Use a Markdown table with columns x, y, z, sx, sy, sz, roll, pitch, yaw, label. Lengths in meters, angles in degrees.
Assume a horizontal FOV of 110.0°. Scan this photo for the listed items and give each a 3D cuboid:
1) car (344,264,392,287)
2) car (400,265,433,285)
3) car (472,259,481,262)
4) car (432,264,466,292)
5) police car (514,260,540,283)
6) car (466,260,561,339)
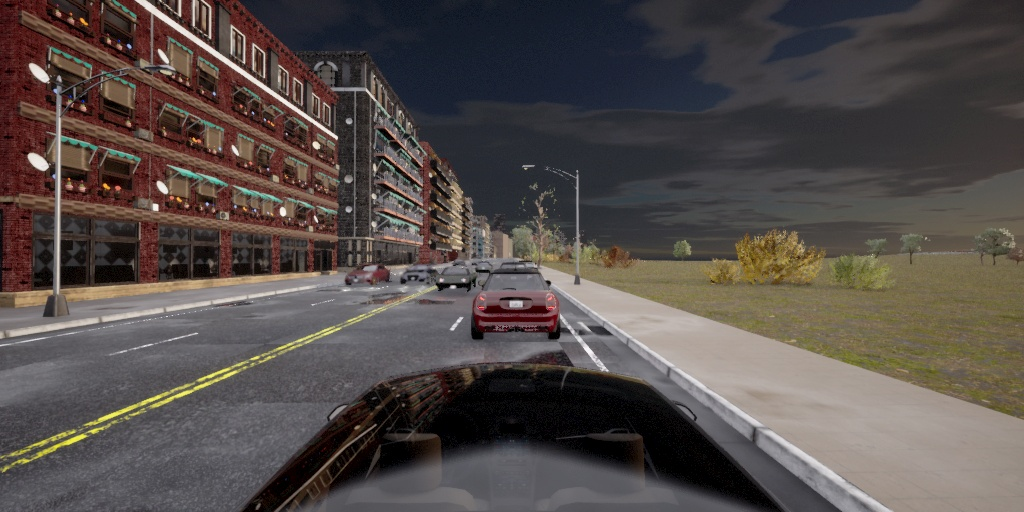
| x | y | z | sx | sy | sz | roll | pitch | yaw | label |
| --- | --- | --- | --- | --- | --- | --- | --- | --- | --- |
| -9.876 | 1.279 | 24.988 | 1.812 | 1.442 | 4.674 | 0 | 0 | 0 | car |
| -6.627 | 1.317 | 25.966 | 1.994 | 1.385 | 4.181 | 0 | 0 | 0 | car |
| -3.191 | 1.317 | 41.963 | 1.994 | 1.385 | 4.181 | 0 | 0 | 0 | car |
| -3.172 | 1.354 | 21.439 | 1.895 | 1.301 | 4.718 | 0 | 0 | 0 | car |
| 1.108 | 1.179 | 29.453 | 1.930 | 1.638 | 5.238 | 0 | 0 | 0 | police car |
| 0.083 | 1.104 | 10.185 | 2.097 | 1.767 | 4.553 | 0 | 0 | 0 | car |
